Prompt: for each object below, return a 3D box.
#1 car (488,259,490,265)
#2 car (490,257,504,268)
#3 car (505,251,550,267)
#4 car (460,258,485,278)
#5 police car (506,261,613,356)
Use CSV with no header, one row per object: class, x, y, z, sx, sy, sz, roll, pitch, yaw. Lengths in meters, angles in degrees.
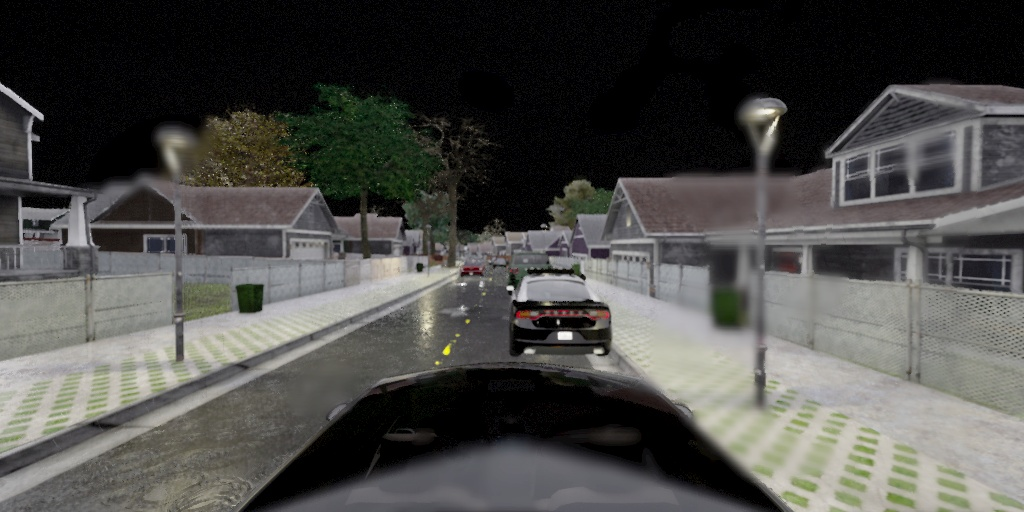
car,-2.964,0.808,61.339,2.033,1.411,5.357,0,0,-8
car,-1.523,0.872,47.452,1.994,1.385,4.181,0,0,-4
car,0.841,0.778,18.481,2.150,2.045,5.566,0,1,-1
car,-3.216,1.041,29.727,1.895,1.301,4.718,0,1,-3
police car,0.895,1.090,8.510,1.930,1.638,5.238,0,1,0
